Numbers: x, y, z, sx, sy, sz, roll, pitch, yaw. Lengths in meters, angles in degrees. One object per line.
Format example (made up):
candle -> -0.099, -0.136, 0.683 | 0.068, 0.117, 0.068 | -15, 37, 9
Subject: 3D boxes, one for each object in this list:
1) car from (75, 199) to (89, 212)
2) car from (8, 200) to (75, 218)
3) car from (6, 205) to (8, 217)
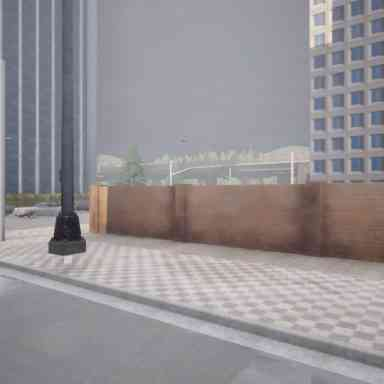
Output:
car -> -12.432, 1.547, 37.497 | 2.033, 1.411, 5.357 | 0, 0, 35
car -> -13.438, 1.601, 29.961 | 1.895, 1.301, 4.718 | 0, 0, 35
car -> -18.241, 1.547, 29.267 | 2.033, 1.411, 5.357 | 0, 0, 32
